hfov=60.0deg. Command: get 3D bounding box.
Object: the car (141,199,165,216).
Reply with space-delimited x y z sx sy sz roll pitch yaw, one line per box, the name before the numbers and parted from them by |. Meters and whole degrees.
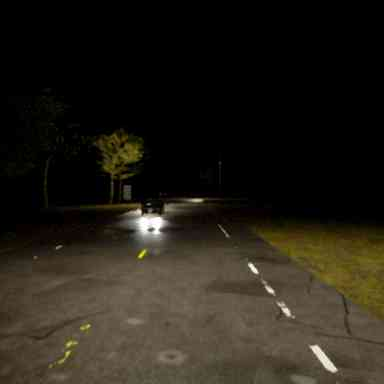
car | -3.587 1.410 31.006 2.128 1.511 4.902 0 0 0
